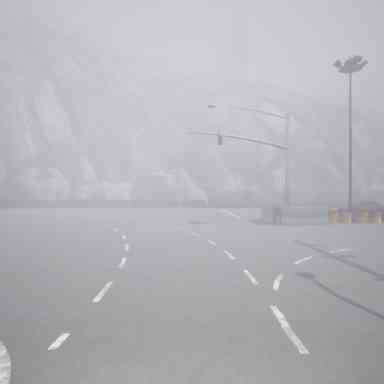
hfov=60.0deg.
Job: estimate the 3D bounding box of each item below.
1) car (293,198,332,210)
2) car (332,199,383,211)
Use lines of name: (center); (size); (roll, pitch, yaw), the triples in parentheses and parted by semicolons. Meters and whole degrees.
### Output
car: (15.299, 1.462, 41.041); (5.357, 1.411, 2.033); (0, 0, -3)
car: (15.590, 1.501, 30.541); (4.181, 1.385, 1.994); (0, 0, -3)
